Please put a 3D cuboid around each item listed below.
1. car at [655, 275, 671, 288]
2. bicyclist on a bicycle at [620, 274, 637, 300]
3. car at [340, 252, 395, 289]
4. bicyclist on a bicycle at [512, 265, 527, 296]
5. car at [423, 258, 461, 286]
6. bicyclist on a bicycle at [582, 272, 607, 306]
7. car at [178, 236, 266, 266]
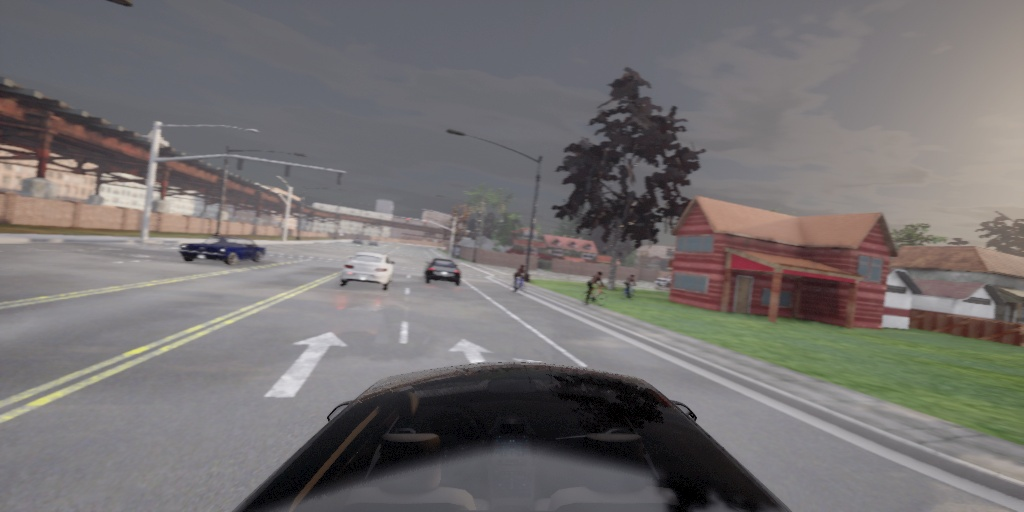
[{"bbox_3d":[25.394,4.090,56.534,5.566,2.045,2.150,7,0,-17],"label":"car"},{"bbox_3d":[7.355,1.968,22.465,1.656,1.620,0.582,7,0,-37],"label":"bicyclist on a bicycle"},{"bbox_3d":[-6.288,0.542,15.919,1.812,1.442,4.674,7,0,-16],"label":"car"},{"bbox_3d":[0.396,1.273,19.115,0.582,1.620,1.656,7,0,-26],"label":"bicyclist on a bicycle"},{"bbox_3d":[-4.169,0.841,21.263,1.994,1.385,4.181,7,0,-16],"label":"car"},{"bbox_3d":[3.939,1.540,16.872,1.656,1.620,0.582,7,0,-32],"label":"bicyclist on a bicycle"},{"bbox_3d":[-14.203,-0.326,17.913,1.895,1.301,4.718,7,0,-15],"label":"car"}]
